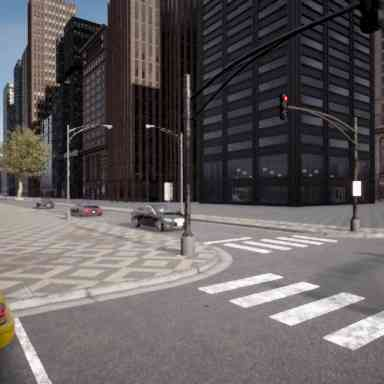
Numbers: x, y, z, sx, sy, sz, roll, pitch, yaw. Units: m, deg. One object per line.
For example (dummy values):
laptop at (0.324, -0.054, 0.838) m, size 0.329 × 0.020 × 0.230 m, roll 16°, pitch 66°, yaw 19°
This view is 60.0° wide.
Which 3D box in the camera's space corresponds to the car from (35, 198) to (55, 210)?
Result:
car at (-20.428, 1.627, 46.180) m, size 1.837 × 1.490 × 4.892 m, roll 0°, pitch -1°, yaw -35°

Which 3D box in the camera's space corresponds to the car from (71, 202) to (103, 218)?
car at (-10.040, 1.637, 31.609) m, size 1.994 × 1.385 × 4.181 m, roll 0°, pitch 0°, yaw -36°

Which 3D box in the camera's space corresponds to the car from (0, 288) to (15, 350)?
car at (-4.573, 1.526, 3.389) m, size 4.829 × 1.417 × 1.752 m, roll 0°, pitch 0°, yaw -36°

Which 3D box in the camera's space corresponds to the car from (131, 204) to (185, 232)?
car at (-2.078, 1.531, 20.561) m, size 2.128 × 1.511 × 4.902 m, roll 0°, pitch 0°, yaw -36°
